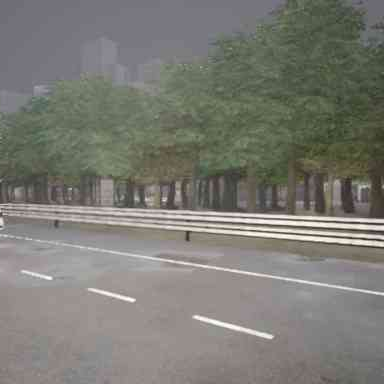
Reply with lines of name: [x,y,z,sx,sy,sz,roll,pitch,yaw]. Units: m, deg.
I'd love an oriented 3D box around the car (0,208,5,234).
car: [-11.398,1.224,16.310,5.566,2.045,2.150,0,0,36]
